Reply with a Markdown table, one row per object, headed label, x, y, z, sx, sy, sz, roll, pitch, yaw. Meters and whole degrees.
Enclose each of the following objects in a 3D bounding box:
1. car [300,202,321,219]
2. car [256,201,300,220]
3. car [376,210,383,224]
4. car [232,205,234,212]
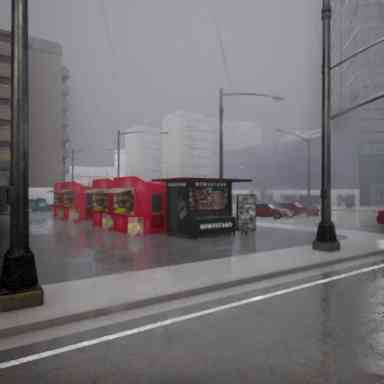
| label | x | y | z | sx | sy | sz | roll | pitch | yaw |
| --- | --- | --- | --- | --- | --- | --- | --- | --- | --- |
| car | 9.798 | 1.644 | 31.586 | 1.882 | 1.535 | 5.008 | 0 | -1 | -36 |
| car | 6.882 | 1.690 | 29.650 | 1.812 | 1.442 | 4.674 | 0 | -1 | -36 |
| car | 13.873 | 1.534 | 20.005 | 1.882 | 1.535 | 5.008 | 0 | 0 | -36 |
| car | 3.115 | 1.809 | 40.814 | 2.128 | 1.511 | 4.902 | 0 | -1 | -36 |
